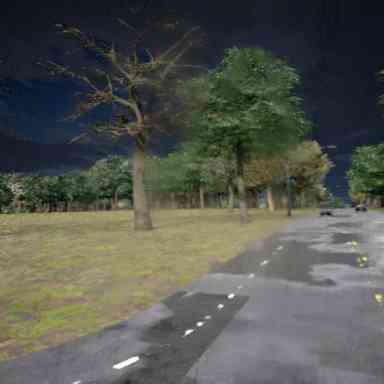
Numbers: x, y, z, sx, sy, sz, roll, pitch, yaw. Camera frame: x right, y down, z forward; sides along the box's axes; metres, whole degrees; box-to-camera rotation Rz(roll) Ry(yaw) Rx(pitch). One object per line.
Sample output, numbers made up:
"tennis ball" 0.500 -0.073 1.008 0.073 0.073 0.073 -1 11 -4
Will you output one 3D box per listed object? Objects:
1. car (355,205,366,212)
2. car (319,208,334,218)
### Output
"car" 35.935 3.462 71.039 1.882 1.535 5.008 -3 -3 22
"car" 20.546 3.167 50.814 1.895 1.301 4.718 -3 -3 26
